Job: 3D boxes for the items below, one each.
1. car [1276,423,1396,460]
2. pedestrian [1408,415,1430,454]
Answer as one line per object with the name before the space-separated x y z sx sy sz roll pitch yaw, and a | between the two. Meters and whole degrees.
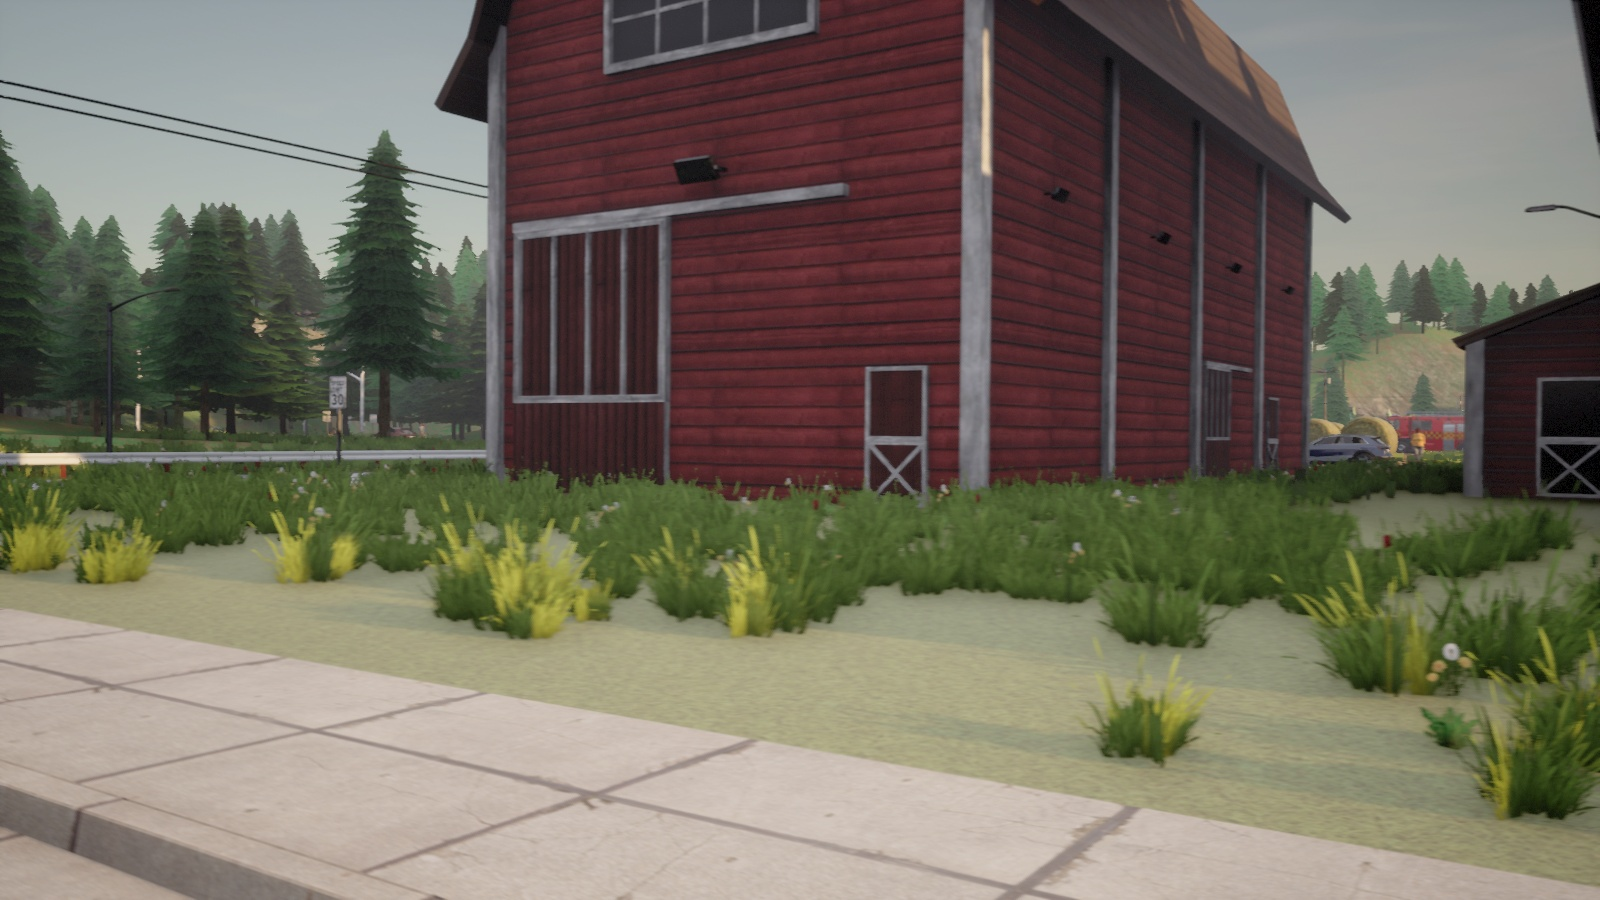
car | 24.906 -0.392 58.377 4.856 1.649 2.033 0 1 34
pedestrian | 29.948 -0.734 60.757 0.874 1.855 0.900 0 1 34
